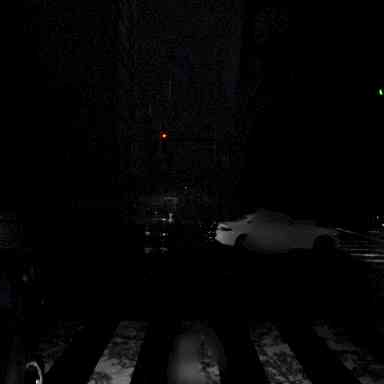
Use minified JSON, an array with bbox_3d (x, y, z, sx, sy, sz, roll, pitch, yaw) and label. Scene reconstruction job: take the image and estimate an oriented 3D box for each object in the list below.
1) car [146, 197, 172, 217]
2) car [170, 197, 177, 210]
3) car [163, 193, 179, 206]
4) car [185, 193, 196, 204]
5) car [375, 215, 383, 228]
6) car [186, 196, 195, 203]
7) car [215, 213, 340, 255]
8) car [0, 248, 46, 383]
[{"bbox_3d":[-3.222,1.518,31.607,1.812,1.442,4.674,0,0,-1],"label":"car"},{"bbox_3d":[-3.263,1.592,41.568,1.895,1.301,4.718,0,0,0],"label":"car"},{"bbox_3d":[-3.287,1.211,52.158,2.150,2.045,5.566,0,0,0],"label":"car"},{"bbox_3d":[-0.123,1.480,62.586,2.128,1.511,4.902,0,0,0],"label":"car"},{"bbox_3d":[13.487,1.652,19.613,4.718,1.301,1.895,0,1,0],"label":"car"},{"bbox_3d":[-0.244,1.583,73.033,1.895,1.301,4.718,0,0,0],"label":"car"},{"bbox_3d":[3.242,1.540,12.890,4.674,1.442,1.812,1,0,0],"label":"car"},{"bbox_3d":[-3.001,1.546,4.407,2.033,1.411,5.357,0,0,-21],"label":"car"}]
